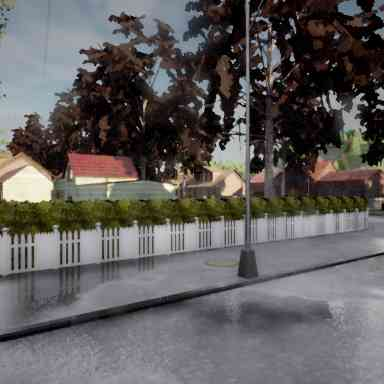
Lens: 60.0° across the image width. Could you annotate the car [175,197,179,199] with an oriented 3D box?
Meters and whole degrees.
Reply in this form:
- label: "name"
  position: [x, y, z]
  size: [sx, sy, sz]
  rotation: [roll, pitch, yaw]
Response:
- label: "car"
  position: [-3.294, 1.526, 57.280]
  size: [1.812, 1.442, 4.674]
  rotation: [0, 0, -35]
